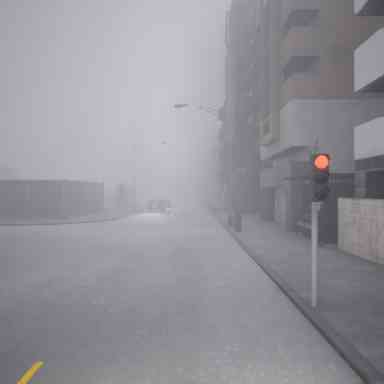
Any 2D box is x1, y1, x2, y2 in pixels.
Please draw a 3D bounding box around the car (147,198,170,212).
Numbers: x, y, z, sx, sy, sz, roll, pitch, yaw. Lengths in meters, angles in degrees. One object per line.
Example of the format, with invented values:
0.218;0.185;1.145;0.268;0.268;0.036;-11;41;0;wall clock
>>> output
-4.127;1.491;39.308;2.128;1.511;4.902;0;0;0;car
